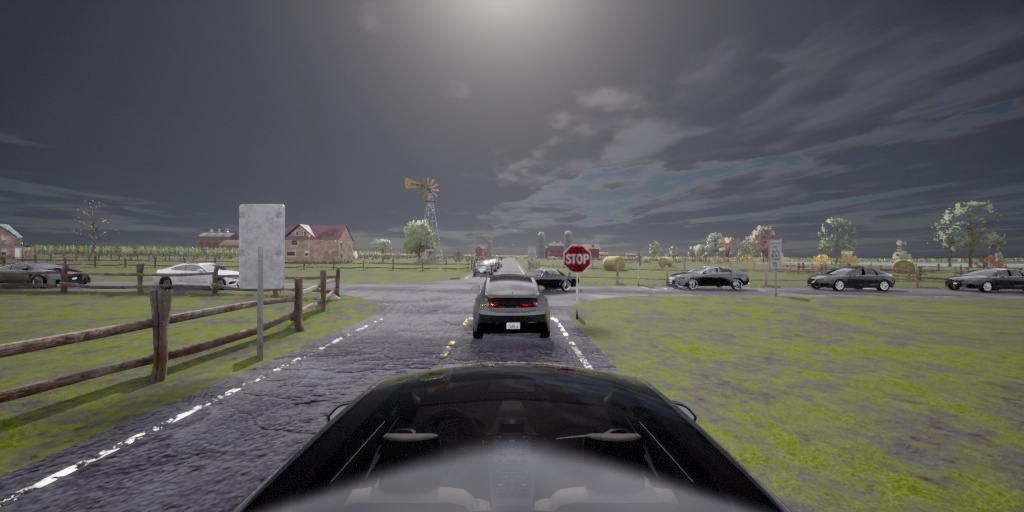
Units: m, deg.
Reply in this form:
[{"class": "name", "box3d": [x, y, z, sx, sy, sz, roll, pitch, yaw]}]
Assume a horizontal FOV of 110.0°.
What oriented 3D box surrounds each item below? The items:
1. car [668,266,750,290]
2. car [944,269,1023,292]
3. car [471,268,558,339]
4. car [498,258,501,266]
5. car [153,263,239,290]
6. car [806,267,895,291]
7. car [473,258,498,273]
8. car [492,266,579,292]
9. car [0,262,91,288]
[{"class": "car", "box3d": [12.785, 1.396, 23.413, 4.902, 1.511, 2.128, 1, -1, -2]}, {"class": "car", "box3d": [31.689, 1.587, 23.716, 4.892, 1.490, 1.837, 1, -1, -1]}, {"class": "car", "box3d": [-0.079, 1.256, 10.131, 1.837, 1.490, 4.892, 0, 0, -2]}, {"class": "car", "box3d": [-2.878, 1.241, 46.262, 2.128, 1.511, 4.902, 0, 0, 0]}, {"class": "car", "box3d": [-17.255, 1.104, 20.077, 4.674, 1.442, 1.812, 1, -1, -1]}, {"class": "car", "box3d": [22.187, 1.499, 23.589, 4.892, 1.490, 1.837, 1, -1, -1]}, {"class": "car", "box3d": [-2.880, 1.243, 36.816, 2.128, 1.511, 4.902, 0, 0, 0]}, {"class": "car", "box3d": [1.488, 1.369, 20.178, 4.718, 1.301, 1.895, 1, 0, -35]}, {"class": "car", "box3d": [-26.374, 1.048, 19.950, 4.181, 1.385, 1.994, 1, -1, -1]}]
